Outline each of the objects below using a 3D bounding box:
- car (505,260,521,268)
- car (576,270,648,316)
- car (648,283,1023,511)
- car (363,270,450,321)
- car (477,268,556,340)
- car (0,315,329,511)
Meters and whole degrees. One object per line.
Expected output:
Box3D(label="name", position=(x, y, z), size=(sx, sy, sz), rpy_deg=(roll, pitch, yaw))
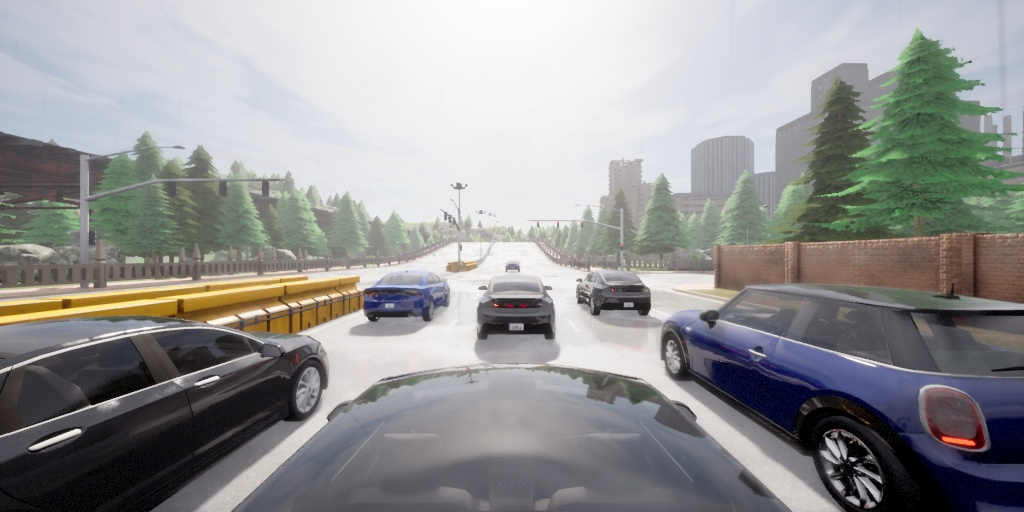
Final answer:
Box3D(label="car", position=(0.086, 1.276, 46.261), size=(1.812, 1.442, 4.674), rpy_deg=(0, 0, 0))
Box3D(label="car", position=(3.619, 1.255, 13.436), size=(1.837, 1.490, 4.892), rpy_deg=(0, 0, 1))
Box3D(label="car", position=(3.602, 1.102, 4.352), size=(2.097, 1.767, 4.553), rpy_deg=(0, 0, 0))
Box3D(label="car", position=(-3.399, 1.228, 12.427), size=(1.882, 1.535, 5.008), rpy_deg=(0, 0, 0))
Box3D(label="car", position=(0.099, 1.255, 10.003), size=(1.837, 1.490, 4.892), rpy_deg=(0, 0, 0))
Box3D(label="car", position=(-3.400, 1.255, 2.934), size=(1.837, 1.490, 4.892), rpy_deg=(0, 0, 0))
